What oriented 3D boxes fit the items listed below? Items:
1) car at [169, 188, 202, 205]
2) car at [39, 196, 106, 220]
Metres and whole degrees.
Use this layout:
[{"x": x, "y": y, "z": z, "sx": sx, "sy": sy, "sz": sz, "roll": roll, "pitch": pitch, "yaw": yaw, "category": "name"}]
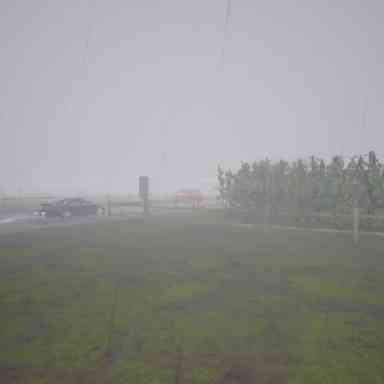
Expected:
[{"x": -0.716, "y": 0.552, "z": 42.938, "sx": 2.150, "sy": 2.045, "sz": 5.566, "roll": 1, "pitch": 1, "yaw": 31, "category": "car"}, {"x": -8.222, "y": 1.078, "z": 23.320, "sx": 1.837, "sy": 1.490, "sz": 4.892, "roll": 1, "pitch": 1, "yaw": 31, "category": "car"}]
